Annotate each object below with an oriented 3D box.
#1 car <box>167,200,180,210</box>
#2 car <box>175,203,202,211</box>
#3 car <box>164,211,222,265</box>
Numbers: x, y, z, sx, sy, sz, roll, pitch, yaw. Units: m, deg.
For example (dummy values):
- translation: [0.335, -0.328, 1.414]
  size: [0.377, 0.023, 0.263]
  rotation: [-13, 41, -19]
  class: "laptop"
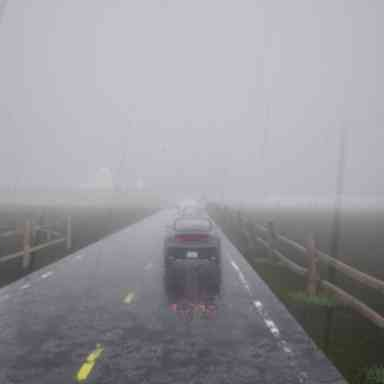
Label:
- translation: [-2.793, 2.104, 53.130]
  size: [1.837, 1.490, 4.892]
  rotation: [0, -1, 0]
  class: "car"
- translation: [0.030, 1.831, 25.180]
  size: [2.033, 1.411, 5.357]
  rotation: [0, -1, 1]
  class: "car"
- translation: [0.044, 1.642, 12.200]
  size: [1.837, 1.490, 4.892]
  rotation: [0, -1, 1]
  class: "car"
